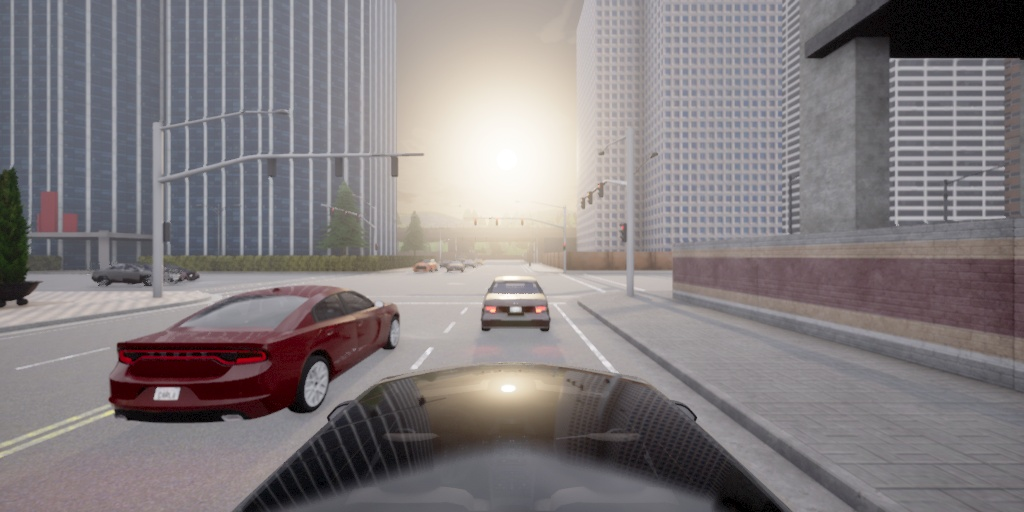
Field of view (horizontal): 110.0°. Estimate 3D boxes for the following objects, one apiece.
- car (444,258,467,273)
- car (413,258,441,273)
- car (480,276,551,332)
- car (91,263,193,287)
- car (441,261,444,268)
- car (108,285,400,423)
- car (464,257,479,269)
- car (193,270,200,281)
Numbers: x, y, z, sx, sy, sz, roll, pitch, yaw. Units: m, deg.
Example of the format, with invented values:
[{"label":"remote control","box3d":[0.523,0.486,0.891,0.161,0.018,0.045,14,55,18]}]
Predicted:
[{"label":"car","box3d":[-6.856,1.280,43.779,1.812,1.442,4.674,0,0,-4]},{"label":"car","box3d":[-10.551,1.107,43.824,2.097,1.767,4.553,0,0,0]},{"label":"car","box3d":[0.093,1.298,10.883,2.033,1.411,5.357,0,0,0]},{"label":"car","box3d":[-24.728,1.244,23.780,4.902,1.511,2.128,0,0,0]},{"label":"car","box3d":[-10.521,1.319,58.281,1.994,1.385,4.181,0,0,0]},{"label":"car","box3d":[-3.439,1.228,6.072,1.882,1.535,5.008,0,0,0]},{"label":"car","box3d":[-7.017,1.281,58.789,1.812,1.442,4.674,0,0,0]},{"label":"car","box3d":[-26.422,1.317,27.270,4.181,1.385,1.994,0,0,0]}]
